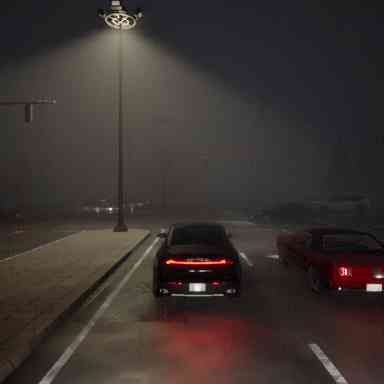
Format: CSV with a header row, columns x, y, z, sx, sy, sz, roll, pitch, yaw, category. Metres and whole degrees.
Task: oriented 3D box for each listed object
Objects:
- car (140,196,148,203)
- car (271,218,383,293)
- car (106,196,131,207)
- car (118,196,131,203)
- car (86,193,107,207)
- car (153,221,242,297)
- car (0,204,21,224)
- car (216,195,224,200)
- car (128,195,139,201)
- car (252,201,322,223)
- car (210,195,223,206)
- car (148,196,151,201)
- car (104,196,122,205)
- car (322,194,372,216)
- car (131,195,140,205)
x,y,z,sx,sy,sz,roll,pitch,yaw,category
-11.056,1.595,69.329,1.895,1.301,4.718,0,0,0,car
3.630,1.601,8.784,1.895,1.301,4.718,0,0,1,car
-11.267,1.601,51.345,1.895,1.301,4.718,0,0,0,car
-14.538,1.553,72.091,1.994,1.385,4.181,0,0,0,car
-14.759,1.221,51.895,2.150,2.045,5.566,0,0,0,car
0.127,1.505,8.540,1.837,1.490,4.892,0,0,1,car
-14.799,1.526,23.872,4.674,1.442,1.812,0,0,-1,car
7.859,1.553,94.684,1.994,1.385,4.181,0,0,2,car
-14.456,1.517,82.295,1.812,1.442,4.674,0,0,1,car
6.830,1.526,24.795,4.674,1.442,1.812,0,0,-2,car
3.929,1.601,55.322,1.895,1.301,4.718,0,0,1,car
-10.989,1.552,79.180,1.994,1.385,4.181,0,0,0,car
-14.651,1.547,62.144,2.033,1.411,5.357,0,0,1,car
14.298,1.222,32.198,5.566,2.045,2.150,0,0,4,car
-11.185,1.505,60.355,1.837,1.490,4.892,0,0,1,car
